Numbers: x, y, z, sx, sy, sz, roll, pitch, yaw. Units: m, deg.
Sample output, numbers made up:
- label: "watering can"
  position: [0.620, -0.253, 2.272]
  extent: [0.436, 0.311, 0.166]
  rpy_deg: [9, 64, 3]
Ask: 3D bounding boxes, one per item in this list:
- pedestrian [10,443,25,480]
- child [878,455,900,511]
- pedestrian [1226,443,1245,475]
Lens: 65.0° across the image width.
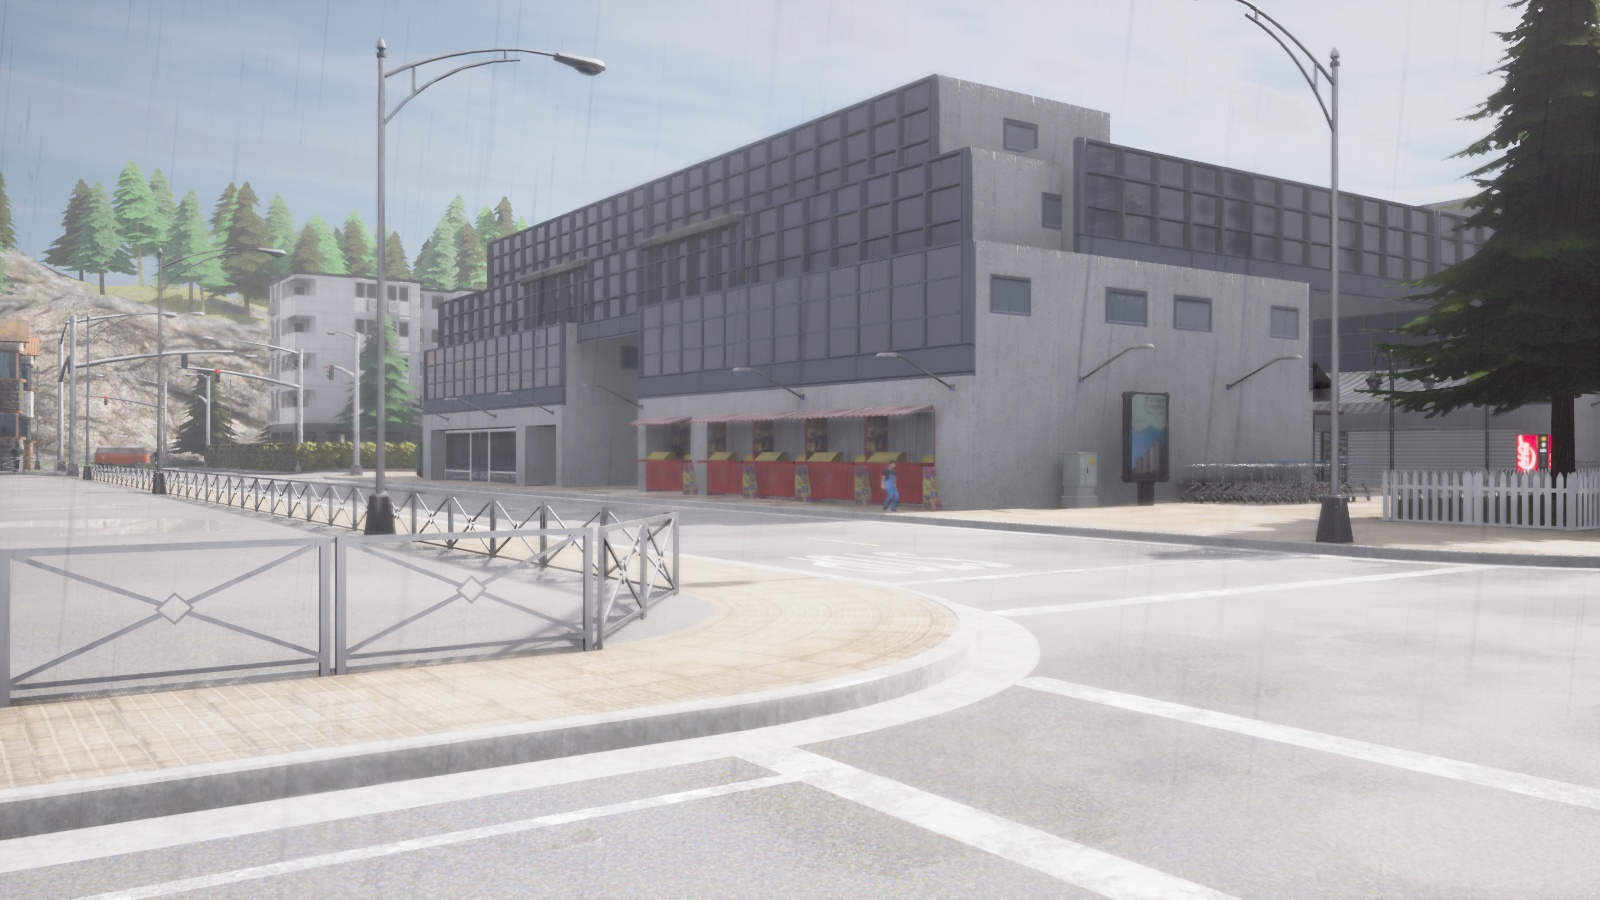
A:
- label: "pedestrian"
  position: [-42.125, 0.605, 67.594]
  extent: [0.788, 1.949, 0.423]
  rpy_deg: [0, 0, 39]
- label: "child"
  position: [2.029, 0.736, 28.555]
  extent: [0.270, 1.263, 0.437]
  rpy_deg: [0, 0, -37]
- label: "pedestrian"
  position: [25.528, 0.516, 73.626]
  extent: [0.563, 1.883, 0.849]
  rpy_deg: [0, 0, -36]
